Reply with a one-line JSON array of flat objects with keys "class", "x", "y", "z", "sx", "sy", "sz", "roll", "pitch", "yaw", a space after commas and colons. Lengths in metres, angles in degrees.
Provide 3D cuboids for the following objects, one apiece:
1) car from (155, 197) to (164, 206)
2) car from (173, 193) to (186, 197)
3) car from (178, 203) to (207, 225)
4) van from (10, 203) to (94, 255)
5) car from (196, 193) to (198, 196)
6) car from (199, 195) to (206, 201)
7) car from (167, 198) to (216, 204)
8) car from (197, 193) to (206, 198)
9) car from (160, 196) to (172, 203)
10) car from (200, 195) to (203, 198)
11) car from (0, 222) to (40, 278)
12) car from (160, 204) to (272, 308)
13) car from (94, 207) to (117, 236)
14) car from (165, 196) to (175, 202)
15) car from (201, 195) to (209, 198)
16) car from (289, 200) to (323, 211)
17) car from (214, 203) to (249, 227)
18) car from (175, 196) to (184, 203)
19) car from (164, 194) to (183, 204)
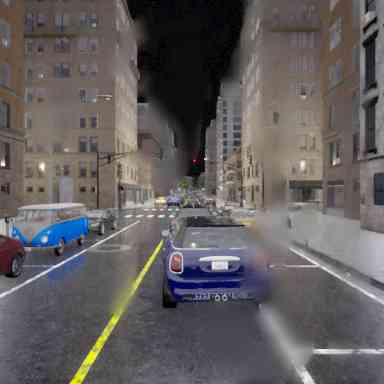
[{"class": "car", "x": -5.271, "y": 1.544, "z": 56.142, "sx": 1.752, "sy": 1.417, "sz": 4.829, "roll": 0, "pitch": 0, "yaw": 0}, {"class": "car", "x": -2.695, "y": 1.241, "z": 60.478, "sx": 2.150, "sy": 2.045, "sz": 5.566, "roll": 0, "pitch": 0, "yaw": 1}, {"class": "car", "x": 0.070, "y": 1.573, "z": 25.081, "sx": 1.994, "sy": 1.385, "sz": 4.181, "roll": 0, "pitch": 0, "yaw": 0}, {"class": "van", "x": -5.366, "y": 1.345, "z": 12.942, "sx": 1.690, "sy": 1.788, "sz": 3.998, "roll": 0, "pitch": 0, "yaw": 0}, {"class": "car", "x": 2.815, "y": 1.337, "z": 84.705, "sx": 2.192, "sy": 1.841, "sz": 5.009, "roll": 0, "pitch": 0, "yaw": 0}, {"class": "car", "x": 2.827, "y": 1.588, "z": 90.387, "sx": 1.947, "sy": 1.339, "sz": 4.313, "roll": 0, "pitch": 0, "yaw": 0}, {"class": "car", "x": 0.109, "y": 1.357, "z": 15.420, "sx": 2.097, "sy": 1.767, "sz": 4.553, "roll": 0, "pitch": 0, "yaw": 0}, {"class": "car", "x": 2.791, "y": 1.461, "z": 73.341, "sx": 1.967, "sy": 1.590, "sz": 4.097, "roll": 0, "pitch": 0, "yaw": 0}, {"class": "car", "x": -5.246, "y": 1.586, "z": 67.674, "sx": 1.947, "sy": 1.339, "sz": 4.313, "roll": 0, "pitch": 0, "yaw": 0}, {"class": "car", "x": 2.755, "y": 1.600, "z": 56.296, "sx": 1.802, "sy": 1.307, "sz": 4.206, "roll": 0, "pitch": 0, "yaw": 0}, {"class": "car", "x": -5.378, "y": 1.584, "z": 7.536, "sx": 1.802, "sy": 1.307, "sz": 4.206, "roll": 0, "pitch": 0, "yaw": 0}, {"class": "car", "x": 0.320, "y": 1.355, "z": 8.153, "sx": 2.097, "sy": 1.767, "sz": 4.553, "roll": 0, "pitch": 0, "yaw": -5}, {"class": "car", "x": -5.353, "y": 1.557, "z": 18.348, "sx": 2.008, "sy": 1.369, "sz": 4.403, "roll": 0, "pitch": 0, "yaw": 0}, {"class": "car", "x": -5.222, "y": 1.572, "z": 79.037, "sx": 2.008, "sy": 1.369, "sz": 4.403, "roll": 0, "pitch": 0, "yaw": 0}, {"class": "car", "x": 2.743, "y": 1.568, "z": 50.615, "sx": 2.008, "sy": 1.369, "sz": 4.403, "roll": 0, "pitch": 0, "yaw": 0}, {"class": "car", "x": 13.671, "y": 1.529, "z": 38.354, "sx": 4.718, "sy": 1.301, "sz": 1.895, "roll": 0, "pitch": 0, "yaw": 0}, {"class": "car", "x": 2.688, "y": 1.559, "z": 23.739, "sx": 2.008, "sy": 1.369, "sz": 4.403, "roll": 0, "pitch": 0, "yaw": 0}, {"class": "car", "x": -2.603, "y": 1.545, "z": 70.584, "sx": 1.812, "sy": 1.442, "sz": 4.674, "roll": 0, "pitch": 0, "yaw": 0}, {"class": "car", "x": -2.737, "y": 1.495, "z": 50.489, "sx": 1.882, "sy": 1.535, "sz": 5.008, "roll": 0, "pitch": 0, "yaw": 0}]
